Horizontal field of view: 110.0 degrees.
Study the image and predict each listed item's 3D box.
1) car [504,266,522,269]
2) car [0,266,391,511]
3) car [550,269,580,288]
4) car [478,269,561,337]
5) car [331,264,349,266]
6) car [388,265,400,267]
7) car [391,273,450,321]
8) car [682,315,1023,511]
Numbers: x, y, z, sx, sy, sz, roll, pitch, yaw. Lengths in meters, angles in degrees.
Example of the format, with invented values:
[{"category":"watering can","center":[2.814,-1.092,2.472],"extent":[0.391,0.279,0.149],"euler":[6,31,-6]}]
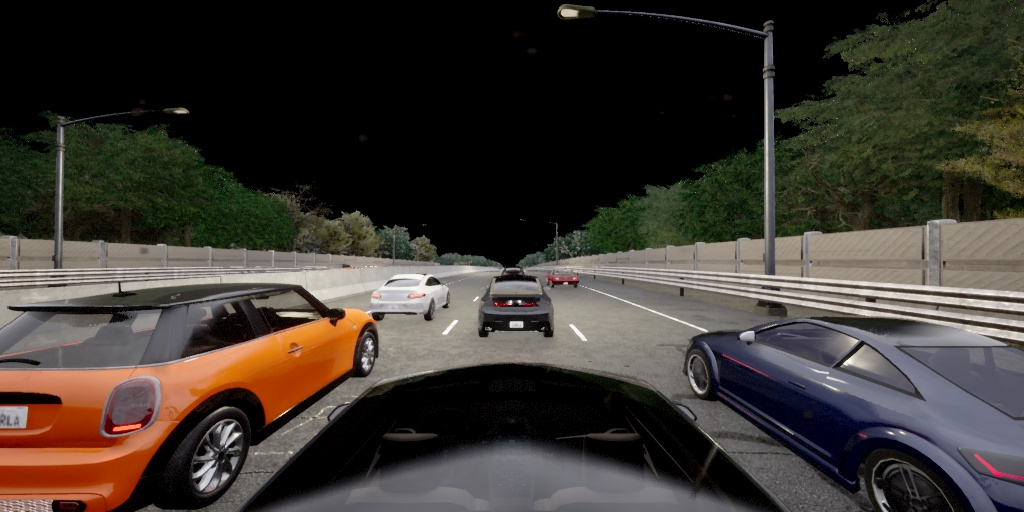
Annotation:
[{"category":"car","center":[0.089,1.538,28.348],"extent":[1.837,1.490,4.892],"euler":[0,-1,0]},{"category":"car","center":[-3.403,1.107,4.528],"extent":[2.097,1.767,4.553],"euler":[0,0,0]},{"category":"car","center":[3.591,1.593,26.271],"extent":[1.895,1.301,4.718],"euler":[0,-1,0]},{"category":"car","center":[0.097,1.289,10.350],"extent":[1.837,1.490,4.892],"euler":[0,0,0]},{"category":"car","center":[-21.106,1.732,43.492],"extent":[2.097,1.767,4.553],"euler":[0,-1,0]},{"category":"car","center":[-14.108,1.823,41.993],"extent":[1.882,1.535,5.008],"euler":[0,-1,0]},{"category":"car","center":[-3.404,1.327,12.585],"extent":[1.812,1.442,4.674],"euler":[0,-1,0]},{"category":"car","center":[3.600,1.316,3.801],"extent":[1.994,1.385,4.181],"euler":[0,0,0]}]
